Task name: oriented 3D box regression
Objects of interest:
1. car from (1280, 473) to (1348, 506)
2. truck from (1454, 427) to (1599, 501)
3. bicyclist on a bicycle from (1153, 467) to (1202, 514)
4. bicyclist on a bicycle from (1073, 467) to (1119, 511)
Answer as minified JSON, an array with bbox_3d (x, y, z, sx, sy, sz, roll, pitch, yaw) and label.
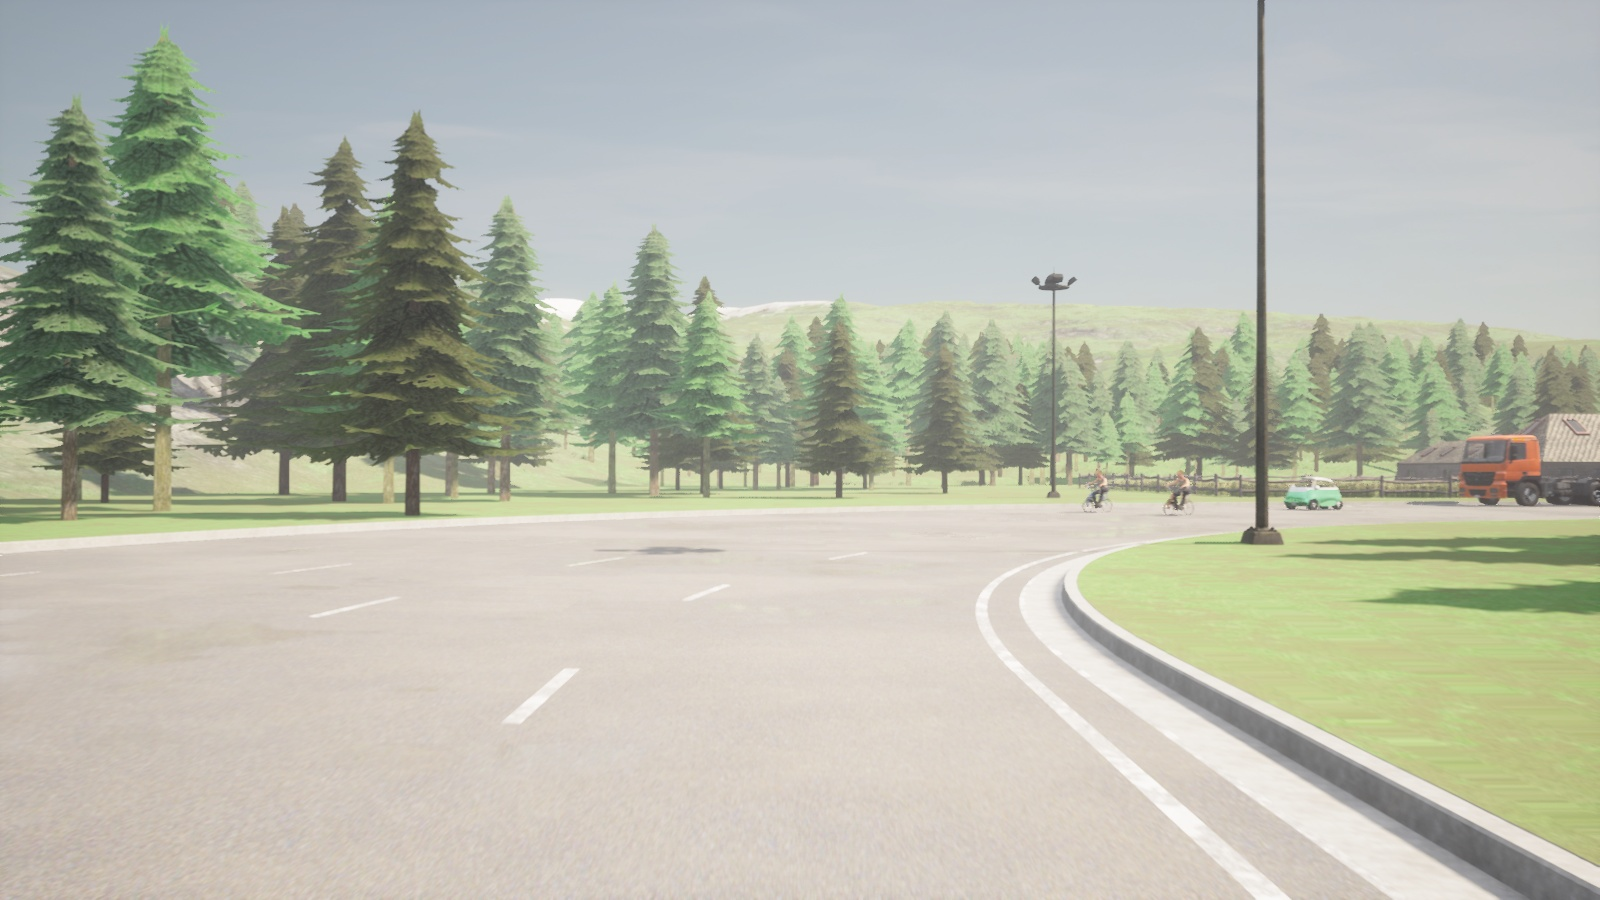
[{"bbox_3d":[21.327,1.625,52.154,2.207,1.376,1.481,0,-1,-21],"label":"car"},{"bbox_3d":[36.012,0.664,60.459,7.936,3.462,2.891,0,-1,-12],"label":"truck"},{"bbox_3d":[13.398,1.416,44.559,1.509,1.612,0.866,0,-1,-30],"label":"bicyclist on a bicycle"},{"bbox_3d":[11.165,1.469,47.310,1.509,1.612,0.866,0,0,-30],"label":"bicyclist on a bicycle"}]
